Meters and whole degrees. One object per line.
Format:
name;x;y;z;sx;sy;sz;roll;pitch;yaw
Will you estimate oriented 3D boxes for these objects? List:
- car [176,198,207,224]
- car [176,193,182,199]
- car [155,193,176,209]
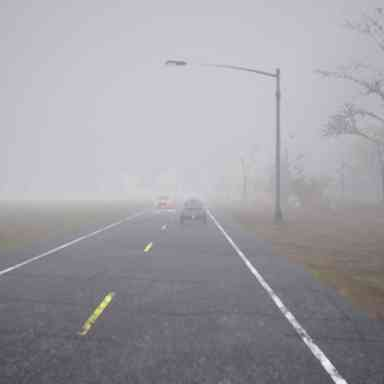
car;0.103;1.431;24.270;2.128;1.511;4.902;0;0;0
car;-3.489;1.079;81.783;2.097;1.767;4.553;0;0;0
car;-3.577;1.235;42.821;2.097;1.767;4.553;0;0;0
